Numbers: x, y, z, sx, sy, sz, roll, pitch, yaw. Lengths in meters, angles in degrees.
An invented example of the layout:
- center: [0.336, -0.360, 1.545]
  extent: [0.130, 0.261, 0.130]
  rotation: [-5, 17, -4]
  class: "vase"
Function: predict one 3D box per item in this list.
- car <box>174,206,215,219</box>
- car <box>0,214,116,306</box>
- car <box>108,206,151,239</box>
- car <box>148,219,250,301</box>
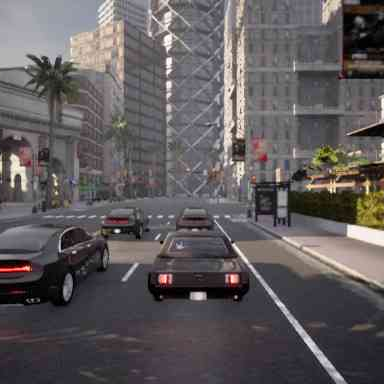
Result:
- center: [0.138, 1.511, 17.525]
  extent: [1.837, 1.490, 4.892]
  rotation: [0, 0, 0]
  class: "car"
- center: [-3.370, 1.508, 8.005]
  extent: [1.837, 1.490, 4.892]
  rotation: [0, 0, 0]
  class: "car"
- center: [-3.361, 1.511, 17.411]
  extent: [1.837, 1.490, 4.892]
  rotation: [0, 0, 0]
  class: "car"
- center: [0.122, 1.604, 8.262]
  extent: [1.895, 1.301, 4.718]
  rotation: [0, 0, 0]
  class: "car"
